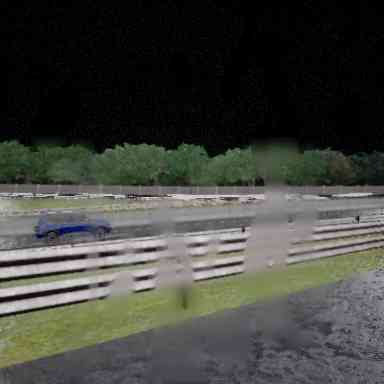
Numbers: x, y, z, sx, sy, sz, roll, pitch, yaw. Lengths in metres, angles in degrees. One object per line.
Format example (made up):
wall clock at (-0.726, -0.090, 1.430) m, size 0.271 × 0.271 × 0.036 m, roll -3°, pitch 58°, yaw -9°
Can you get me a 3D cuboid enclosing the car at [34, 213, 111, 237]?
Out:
car at (-8.859, 2.546, 24.865) m, size 5.566 × 2.045 × 2.150 m, roll -3°, pitch 2°, yaw -24°
